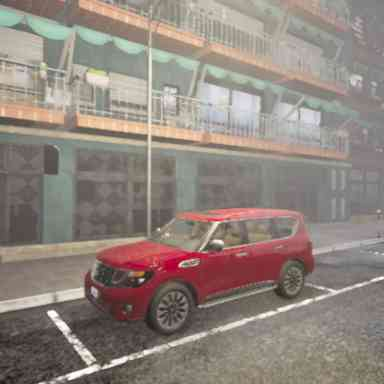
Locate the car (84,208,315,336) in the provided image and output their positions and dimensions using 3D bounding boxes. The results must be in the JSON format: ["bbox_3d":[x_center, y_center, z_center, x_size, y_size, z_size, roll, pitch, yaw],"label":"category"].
[{"bbox_3d":[0.464,1.308,6.880,5.009,1.841,2.192,0,1,-36],"label":"car"}]
